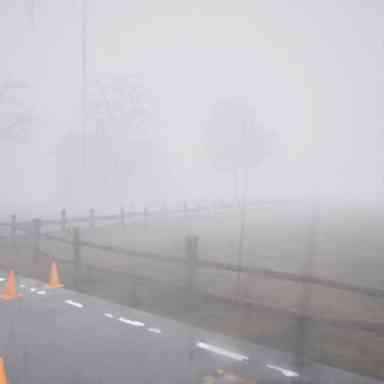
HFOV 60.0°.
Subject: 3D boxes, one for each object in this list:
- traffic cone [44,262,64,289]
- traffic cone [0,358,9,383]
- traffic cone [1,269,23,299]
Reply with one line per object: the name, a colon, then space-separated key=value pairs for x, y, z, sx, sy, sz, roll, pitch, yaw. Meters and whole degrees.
traffic cone: x=-3.385 y=2.018 z=8.151 sx=0.340 sy=0.580 sz=0.340 roll=0 pitch=0 yaw=36
traffic cone: x=-1.942 y=1.980 z=3.366 sx=0.340 sy=0.580 sz=0.340 roll=0 pitch=-1 yaw=36
traffic cone: x=-3.977 y=2.010 z=7.348 sx=0.340 sy=0.580 sz=0.340 roll=0 pitch=-1 yaw=36
